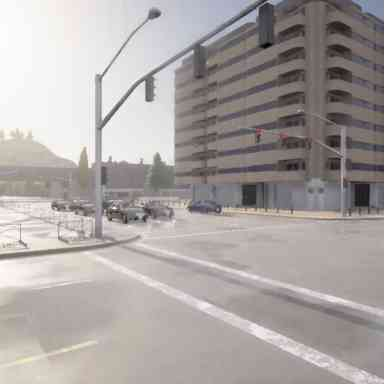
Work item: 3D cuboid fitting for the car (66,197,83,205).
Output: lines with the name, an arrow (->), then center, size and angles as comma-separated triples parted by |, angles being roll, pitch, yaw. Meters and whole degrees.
car -> -22.039, 1.619, 62.167 | 1.994, 1.385, 4.181 | 0, 0, -35

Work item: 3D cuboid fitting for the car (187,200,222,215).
car -> 1.277, 1.581, 35.167 | 1.812, 1.442, 4.674 | 0, 0, -34

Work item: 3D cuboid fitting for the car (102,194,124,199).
car -> -9.127, 1.277, 37.528 | 2.150, 2.045, 5.566 | 0, 0, -35

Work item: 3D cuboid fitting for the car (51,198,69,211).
car -> -16.146, 1.547, 41.402 | 2.128, 1.511, 4.902 | 0, 0, -35

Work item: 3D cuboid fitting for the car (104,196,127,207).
car -> -12.652, 1.533, 54.967 | 1.882, 1.535, 5.008 | 0, 0, -35

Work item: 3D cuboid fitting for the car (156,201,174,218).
car -> -3.427, 1.547, 29.477 | 2.128, 1.511, 4.902 | 0, 0, -35

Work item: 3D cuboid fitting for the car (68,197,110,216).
car -> -10.341, 1.547, 33.186 | 2.128, 1.511, 4.902 | 0, 0, -35

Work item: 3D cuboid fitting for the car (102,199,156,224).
car -> -5.094, 1.547, 25.773 | 2.128, 1.511, 4.902 | 0, 0, -35
